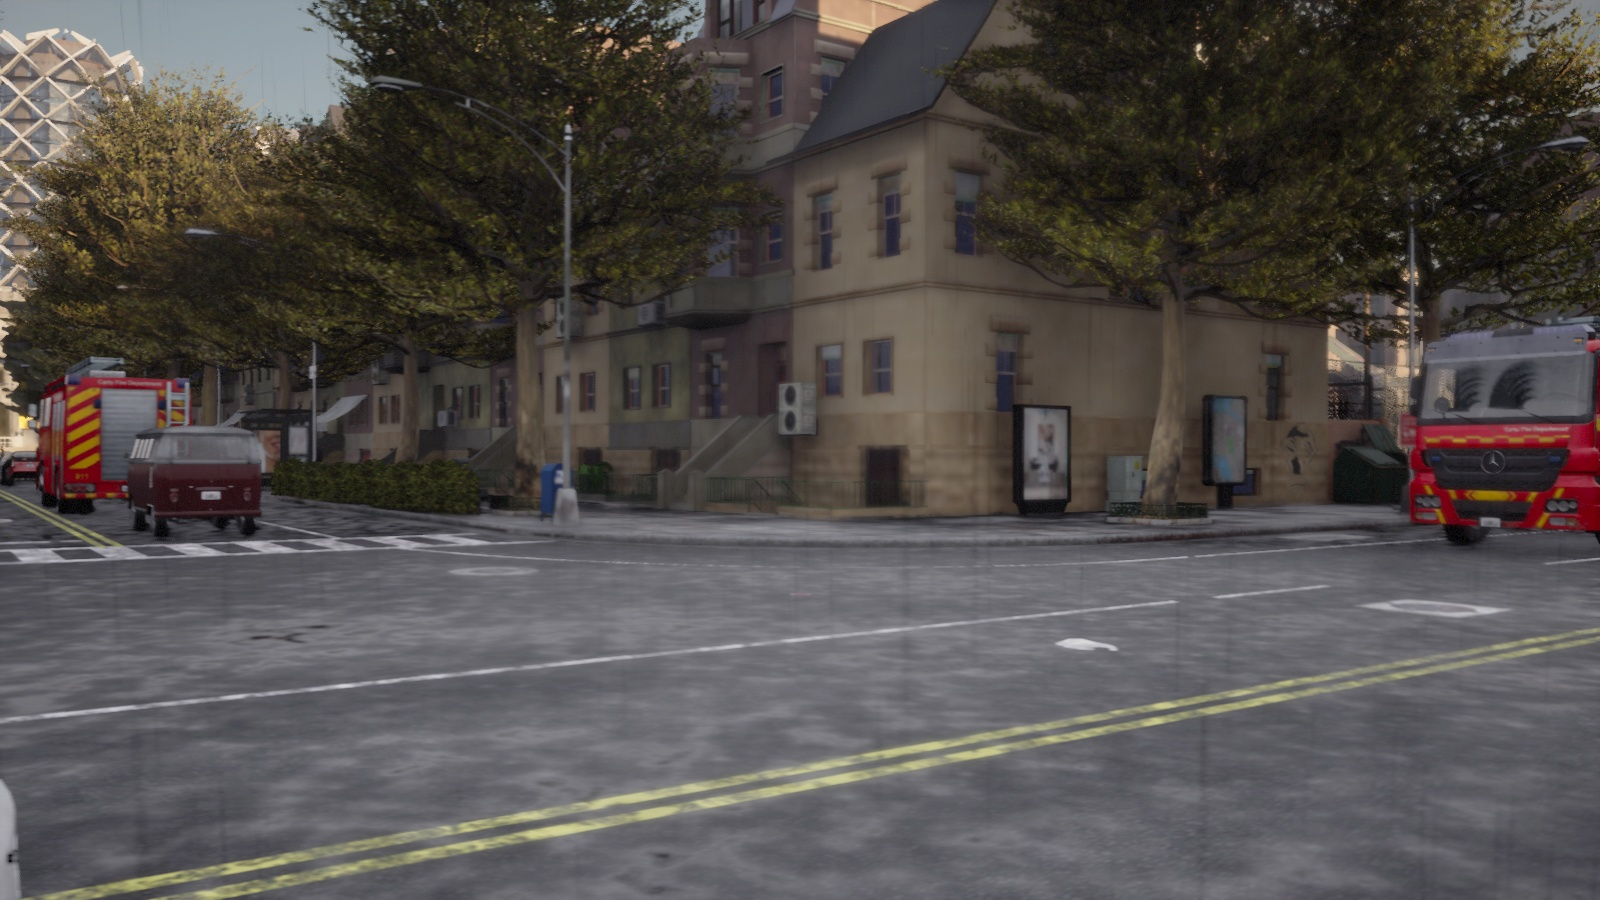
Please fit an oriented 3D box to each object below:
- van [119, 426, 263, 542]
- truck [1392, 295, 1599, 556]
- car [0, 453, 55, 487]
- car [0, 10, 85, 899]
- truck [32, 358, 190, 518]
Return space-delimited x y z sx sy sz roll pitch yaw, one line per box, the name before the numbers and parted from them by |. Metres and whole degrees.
van | -11.643 0.588 23.856 1.775 1.987 4.442 0 0 -35
truck | 14.106 -0.350 22.091 8.468 3.827 2.891 0 0 -35
car | -36.241 0.920 58.819 2.007 1.525 4.514 0 0 -35
car | -3.844 0.474 0.953 5.566 2.045 2.150 0 0 -35
truck | -18.981 -0.281 34.286 2.891 3.827 8.468 0 0 -35
